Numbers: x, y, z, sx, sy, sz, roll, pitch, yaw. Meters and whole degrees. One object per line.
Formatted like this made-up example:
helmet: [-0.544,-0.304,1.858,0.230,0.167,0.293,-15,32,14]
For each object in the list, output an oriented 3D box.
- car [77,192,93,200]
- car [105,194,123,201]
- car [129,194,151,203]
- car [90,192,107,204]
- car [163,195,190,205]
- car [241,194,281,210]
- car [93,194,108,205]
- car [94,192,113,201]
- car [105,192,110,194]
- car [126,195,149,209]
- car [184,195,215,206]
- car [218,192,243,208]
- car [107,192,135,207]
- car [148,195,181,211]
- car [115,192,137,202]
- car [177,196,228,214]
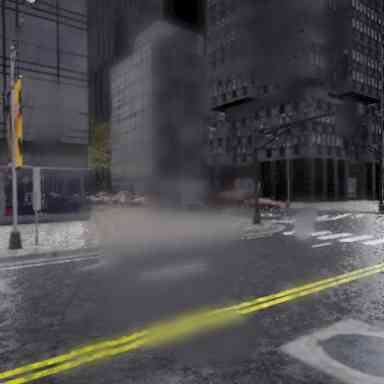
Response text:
car: [-26.068,0.840,81.260,2.192,1.841,5.009,-1,1,-37]
car: [-15.927,1.115,67.719,1.947,1.339,4.313,-1,1,-37]
car: [-9.169,1.113,58.691,1.887,1.381,4.507,-1,1,-37]
car: [-15.894,1.220,53.451,1.752,1.417,4.829,-1,1,-37]
car: [-2.410,1.158,49.664,1.947,1.339,4.313,-1,1,-37]
car: [7.728,1.223,36.123,1.802,1.307,4.206,-1,1,-37]
car: [-12.617,1.287,49.074,1.802,1.307,4.206,-1,1,-37]
car: [-19.309,0.856,72.231,2.192,1.841,5.009,-1,1,-37]
car: [-14.678,1.197,56.556,2.033,1.411,5.357,-1,1,-36]
car: [-5.857,1.315,40.045,1.802,1.307,4.206,-1,1,-37]
car: [0.969,1.172,45.150,1.947,1.339,4.313,-1,1,-37]
car: [4.346,0.937,40.635,2.192,1.841,5.009,-1,1,-37]
car: [-9.238,1.158,44.557,1.967,1.590,4.097,-1,1,-37]
car: [-2.478,1.314,35.531,1.947,1.339,4.313,-1,1,-37]
car: [-12.551,0.873,63.204,2.192,1.841,5.009,-1,1,-37]
car: [0.903,1.333,31.016,1.947,1.339,4.313,-1,1,-37]
